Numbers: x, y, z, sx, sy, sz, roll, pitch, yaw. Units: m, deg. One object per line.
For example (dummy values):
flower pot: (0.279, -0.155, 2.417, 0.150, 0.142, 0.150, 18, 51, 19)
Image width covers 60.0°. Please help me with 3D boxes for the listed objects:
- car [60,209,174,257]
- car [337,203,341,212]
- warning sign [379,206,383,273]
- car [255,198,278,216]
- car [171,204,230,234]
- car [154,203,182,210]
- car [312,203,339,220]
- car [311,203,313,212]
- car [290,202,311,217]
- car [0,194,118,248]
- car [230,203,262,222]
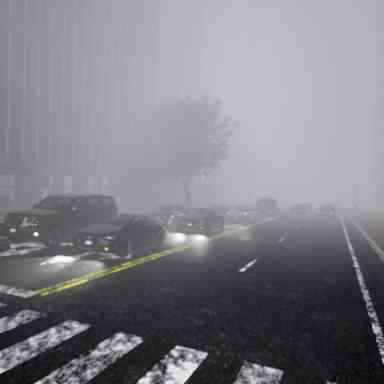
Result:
car: (-2.659, 1.536, 12.873, 1.994, 1.385, 4.181, 2, 0, 23)
car: (26.387, 2.708, 61.034, 1.801, 1.575, 5.366, 2, 0, 23)
warning sign: (6.252, 1.401, 9.605, 1.300, 1.860, 1.060, 3, 1, 23)
car: (8.910, 1.742, 39.732, 2.150, 2.045, 5.566, 2, 0, 23)
car: (0.644, 1.693, 20.590, 1.994, 1.385, 4.181, 2, 0, 23)
car: (-1.657, 1.561, 23.449, 1.837, 1.490, 4.892, 2, 0, 23)
car: (15.155, 2.289, 37.582, 2.033, 1.411, 5.357, 2, 0, 24)
car: (18.562, 2.413, 53.651, 1.882, 1.535, 5.008, 2, 0, 23)
car: (13.174, 2.231, 41.087, 2.033, 1.411, 5.357, 2, 0, 22)
car: (-5.425, 1.099, 14.633, 2.150, 2.045, 5.566, 2, 0, 23)
car: (4.626, 1.919, 29.868, 1.895, 1.301, 4.718, 2, 0, 23)
